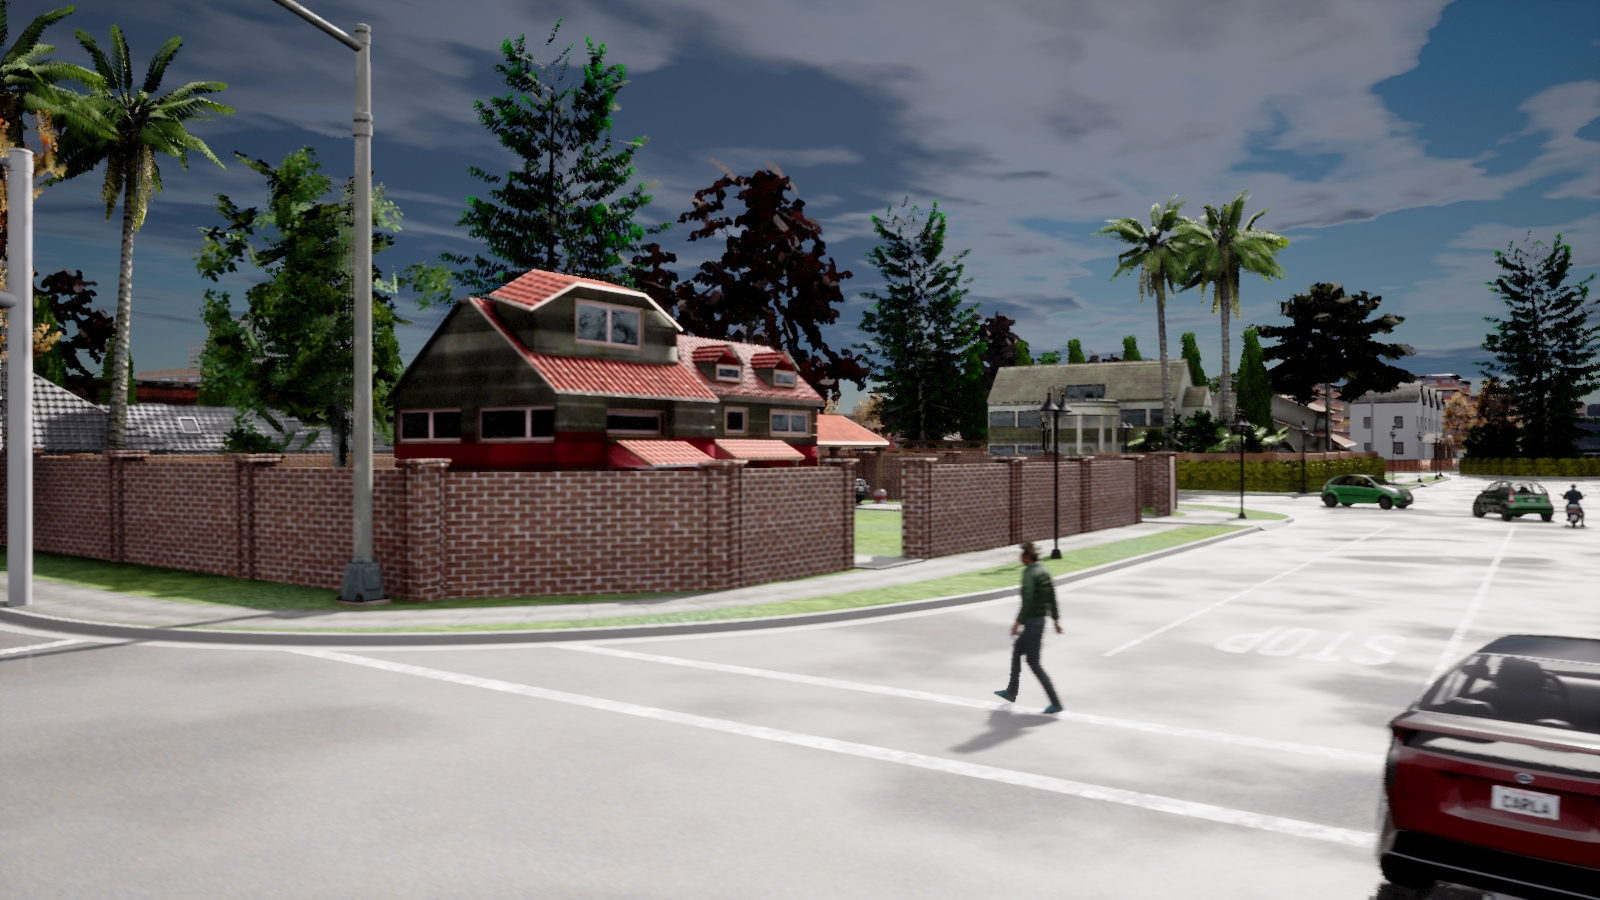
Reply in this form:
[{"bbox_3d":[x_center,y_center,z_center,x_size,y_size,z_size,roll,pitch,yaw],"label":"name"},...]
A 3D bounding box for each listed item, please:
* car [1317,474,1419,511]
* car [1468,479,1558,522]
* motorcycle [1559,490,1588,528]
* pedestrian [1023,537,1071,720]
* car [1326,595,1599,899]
[{"bbox_3d":[27.354,1.997,55.111,1.851,1.617,3.988,0,0,-35],"label":"car"},{"bbox_3d":[29.496,2.051,47.394,1.851,1.617,3.988,0,0,10],"label":"car"},{"bbox_3d":[28.715,2.174,42.419,0.856,1.341,1.805,0,0,33],"label":"motorcycle"},{"bbox_3d":[2.617,1.867,12.101,0.375,1.860,0.375,0,0,36],"label":"pedestrian"},{"bbox_3d":[5.434,2.041,7.858,2.007,1.525,4.514,0,0,43],"label":"car"}]
